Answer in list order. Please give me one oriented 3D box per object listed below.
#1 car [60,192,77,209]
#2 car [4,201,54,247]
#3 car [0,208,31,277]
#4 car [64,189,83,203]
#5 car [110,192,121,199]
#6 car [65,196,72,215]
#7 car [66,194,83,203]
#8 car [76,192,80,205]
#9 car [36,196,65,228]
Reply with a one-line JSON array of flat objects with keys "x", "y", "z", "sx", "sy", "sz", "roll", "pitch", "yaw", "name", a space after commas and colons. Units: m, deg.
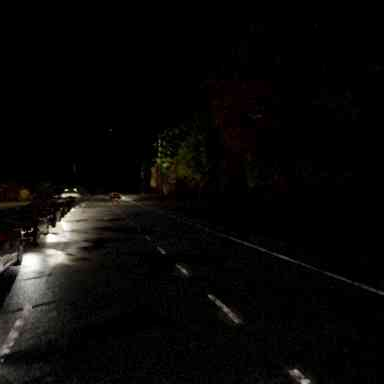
[{"x": -12.445, "y": 1.092, "z": 31.676, "sx": 2.128, "sy": 1.511, "sz": 4.902, "roll": 0, "pitch": 1, "yaw": -16, "name": "car"}, {"x": -7.185, "y": 1.331, "z": 13.926, "sx": 1.837, "sy": 1.490, "sz": 4.892, "roll": 0, "pitch": 1, "yaw": -17, "name": "car"}, {"x": -5.405, "y": 1.381, "z": 7.937, "sx": 1.882, "sy": 1.535, "sz": 5.008, "roll": 0, "pitch": 1, "yaw": -17, "name": "car"}, {"x": -16.037, "y": 0.661, "z": 44.008, "sx": 2.150, "sy": 2.045, "sz": 5.566, "roll": 0, "pitch": 1, "yaw": -16, "name": "car"}, {"x": -15.066, "y": 0.740, "z": 65.013, "sx": 1.895, "sy": 1.301, "sz": 4.718, "roll": 0, "pitch": 1, "yaw": -17, "name": "car"}, {"x": -10.699, "y": 1.277, "z": 25.761, "sx": 1.895, "sy": 1.301, "sz": 4.718, "roll": 0, "pitch": 1, "yaw": -16, "name": "car"}, {"x": -17.622, "y": 0.959, "z": 50.183, "sx": 1.895, "sy": 1.301, "sz": 4.718, "roll": 0, "pitch": 1, "yaw": -13, "name": "car"}, {"x": -14.237, "y": 1.085, "z": 37.832, "sx": 1.994, "sy": 1.385, "sz": 4.181, "roll": 0, "pitch": 1, "yaw": -15, "name": "car"}, {"x": -8.967, "y": 1.228, "z": 19.922, "sx": 1.882, "sy": 1.535, "sz": 5.008, "roll": 0, "pitch": 1, "yaw": -17, "name": "car"}]
